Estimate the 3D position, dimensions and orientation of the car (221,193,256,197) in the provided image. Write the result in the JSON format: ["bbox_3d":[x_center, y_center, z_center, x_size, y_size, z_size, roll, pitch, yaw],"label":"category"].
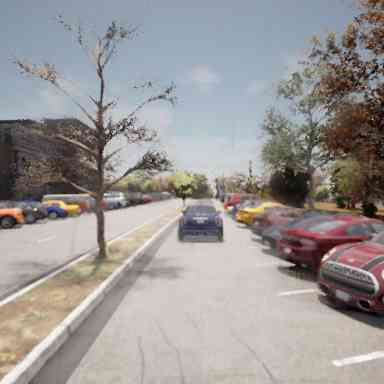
[{"bbox_3d":[6.023,1.231,33.585,5.566,2.045,2.435,1,0,-16],"label":"car"}]

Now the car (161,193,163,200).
[{"bbox_3d":[-9.616,1.525,74.488,4.674,1.452,2.002,-1,0,-16],"label":"car"}]

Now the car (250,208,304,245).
[{"bbox_3d":[4.999,1.514,12.819,4.792,1.488,2.163,1,0,-18],"label":"car"}]

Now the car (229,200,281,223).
[{"bbox_3d":[5.348,1.483,21.717,5.008,1.535,2.097,1,0,-17],"label":"car"}]

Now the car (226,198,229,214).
[{"bbox_3d":[5.647,1.484,27.643,4.892,1.521,2.231,1,0,-17],"label":"car"}]

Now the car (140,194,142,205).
[{"bbox_3d":[-10.962,1.515,53.469,4.792,1.488,2.163,-1,0,-16],"label":"car"}]

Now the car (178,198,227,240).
[{"bbox_3d":[0.470,1.353,17.208,2.097,1.767,4.553,0,0,2],"label":"car"}]

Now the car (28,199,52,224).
[{"bbox_3d":[-12.795,1.481,23.413,4.892,1.521,2.231,-1,0,-17],"label":"car"}]

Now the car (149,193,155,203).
[{"bbox_3d":[-10.395,1.235,62.473,5.566,2.045,2.435,-1,0,-16],"label":"car"}]

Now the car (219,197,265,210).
[{"bbox_3d":[6.367,1.476,42.430,5.366,1.575,1.946,1,0,-16],"label":"car"}]

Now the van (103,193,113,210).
[{"bbox_3d":[-11.831,1.256,38.497,4.442,1.987,1.878,-1,0,-16],"label":"van"}]

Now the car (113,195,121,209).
[{"bbox_3d":[-11.752,1.484,41.461,5.008,1.535,2.097,-1,0,-16],"label":"car"}]

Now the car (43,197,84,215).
[{"bbox_3d":[-12.661,1.481,29.378,5.366,1.575,1.946,-1,0,-17],"label":"car"}]

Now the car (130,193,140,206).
[{"bbox_3d":[-11.208,1.234,50.445,5.566,2.045,2.435,-1,0,-16],"label":"car"}]

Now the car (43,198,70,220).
[{"bbox_3d":[-12.662,1.481,26.429,5.008,1.535,2.097,-1,0,-17],"label":"car"}]

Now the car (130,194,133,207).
[{"bbox_3d":[-11.373,1.485,47.460,5.008,1.535,2.097,-1,0,-16],"label":"car"}]

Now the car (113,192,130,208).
[{"bbox_3d":[-11.588,1.234,44.448,5.566,2.045,2.435,-1,0,-16],"label":"car"}]

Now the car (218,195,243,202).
[{"bbox_3d":[8.495,1.481,73.437,4.892,1.521,2.231,1,0,-16],"label":"car"}]

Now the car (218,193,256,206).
[{"bbox_3d":[7.318,1.230,54.378,5.566,2.045,2.435,1,0,-16],"label":"car"}]

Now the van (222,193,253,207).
[{"bbox_3d":[6.992,1.254,51.362,4.442,1.987,1.878,1,0,-16],"label":"van"}]

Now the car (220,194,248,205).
[{"bbox_3d":[7.633,1.355,60.305,4.553,1.767,2.185,1,0,-16],"label":"car"}]

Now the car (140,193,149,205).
[{"bbox_3d":[-10.778,1.234,56.471,5.566,2.045,2.435,-1,0,-16],"label":"car"}]

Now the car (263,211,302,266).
[{"bbox_3d":[4.946,1.485,9.874,5.008,1.535,2.097,1,0,-18],"label":"car"}]

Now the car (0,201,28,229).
[{"bbox_3d":[-12.925,1.352,20.396,4.553,1.767,2.185,-1,0,-18],"label":"car"}]

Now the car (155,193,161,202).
[{"bbox_3d":[-9.823,1.488,71.470,5.008,1.535,2.097,-1,0,-16],"label":"car"}]

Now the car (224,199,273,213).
[{"bbox_3d":[6.149,1.511,36.532,4.792,1.488,2.163,1,0,-16],"label":"car"}]

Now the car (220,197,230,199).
[{"bbox_3d":[5.643,1.477,30.550,5.366,1.575,1.946,1,0,-17],"label":"car"}]

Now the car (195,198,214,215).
[{"bbox_3d":[1.368,1.480,35.227,1.882,1.535,5.008,0,0,3],"label":"car"}]

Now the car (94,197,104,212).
[{"bbox_3d":[-12.153,1.513,35.442,4.792,1.488,2.163,-1,0,-17],"label":"car"}]

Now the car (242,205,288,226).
[{"bbox_3d":[5.151,1.514,15.809,4.792,1.488,2.163,1,0,-18],"label":"car"}]

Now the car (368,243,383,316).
[{"bbox_3d":[5.030,1.486,4.015,5.366,1.575,1.946,1,0,-19],"label":"car"}]

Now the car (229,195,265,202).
[{"bbox_3d":[5.470,1.357,24.671,4.553,1.767,2.185,1,0,-17],"label":"car"}]

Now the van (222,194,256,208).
[{"bbox_3d":[6.809,1.254,48.391,4.442,1.987,1.878,1,0,-16],"label":"van"}]

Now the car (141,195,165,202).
[{"bbox_3d":[-9.389,1.462,80.461,5.366,1.575,1.946,-1,1,-16],"label":"car"}]

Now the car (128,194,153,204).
[{"bbox_3d":[-10.190,1.361,65.462,4.553,1.767,2.185,-1,0,-16],"label":"car"}]

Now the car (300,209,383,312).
[{"bbox_3d":[4.928,1.361,6.918,4.553,1.767,2.185,1,0,-19],"label":"car"}]

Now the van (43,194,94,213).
[{"bbox_3d":[-12.201,1.255,32.483,4.442,1.987,1.878,-1,0,-17],"label":"van"}]

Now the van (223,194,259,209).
[{"bbox_3d":[6.624,1.254,45.418,4.442,1.987,1.878,1,0,-16],"label":"van"}]
